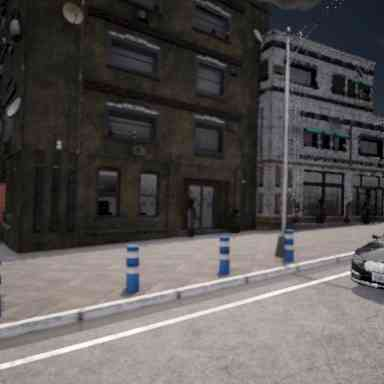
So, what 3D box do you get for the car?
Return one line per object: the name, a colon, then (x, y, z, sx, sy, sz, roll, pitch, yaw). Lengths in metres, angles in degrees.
car: (5.800, 1.449, 8.102, 4.902, 1.511, 2.128, 0, 0, -35)
